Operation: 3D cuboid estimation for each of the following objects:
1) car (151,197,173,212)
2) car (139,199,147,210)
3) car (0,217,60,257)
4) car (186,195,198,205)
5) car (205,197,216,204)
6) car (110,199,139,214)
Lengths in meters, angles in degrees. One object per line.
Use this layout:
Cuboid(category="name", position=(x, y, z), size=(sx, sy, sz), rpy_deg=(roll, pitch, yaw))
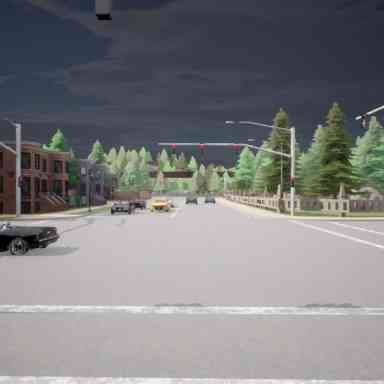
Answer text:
Cuboid(category="car", position=(-3.635, 1.477, 38.754), size=(1.882, 1.535, 5.008), rpy_deg=(0, 0, 0))
Cuboid(category="car", position=(-7.133, 1.600, 43.531), size=(1.895, 1.301, 4.718), rpy_deg=(0, 0, 0))
Cuboid(category="car", position=(-7.564, 1.601, 12.475), size=(4.718, 1.301, 1.895), rpy_deg=(0, 0, 1))
Cuboid(category="car", position=(-0.064, 1.351, 60.148), size=(2.097, 1.767, 4.553), rpy_deg=(0, 0, 0))
Cuboid(category="car", position=(3.531, 1.563, 65.129), size=(1.994, 1.385, 4.181), rpy_deg=(0, 0, 0))
Cuboid(category="car", position=(-7.135, 1.563, 34.778), size=(1.994, 1.385, 4.181), rpy_deg=(0, 0, 0))
